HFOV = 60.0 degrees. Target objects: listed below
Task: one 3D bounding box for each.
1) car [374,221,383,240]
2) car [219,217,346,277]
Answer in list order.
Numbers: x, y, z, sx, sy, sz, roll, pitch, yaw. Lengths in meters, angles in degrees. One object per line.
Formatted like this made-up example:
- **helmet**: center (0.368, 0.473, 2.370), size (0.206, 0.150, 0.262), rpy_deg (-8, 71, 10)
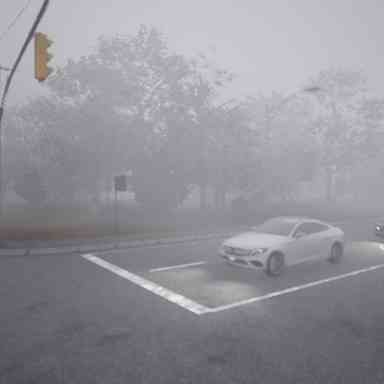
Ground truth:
- **car**: center (10.937, 1.554, 16.022), size (5.357, 1.411, 2.033), rpy_deg (0, 0, -35)
- **car**: center (2.992, 1.528, 10.411), size (4.674, 1.442, 1.812), rpy_deg (0, 0, -35)
